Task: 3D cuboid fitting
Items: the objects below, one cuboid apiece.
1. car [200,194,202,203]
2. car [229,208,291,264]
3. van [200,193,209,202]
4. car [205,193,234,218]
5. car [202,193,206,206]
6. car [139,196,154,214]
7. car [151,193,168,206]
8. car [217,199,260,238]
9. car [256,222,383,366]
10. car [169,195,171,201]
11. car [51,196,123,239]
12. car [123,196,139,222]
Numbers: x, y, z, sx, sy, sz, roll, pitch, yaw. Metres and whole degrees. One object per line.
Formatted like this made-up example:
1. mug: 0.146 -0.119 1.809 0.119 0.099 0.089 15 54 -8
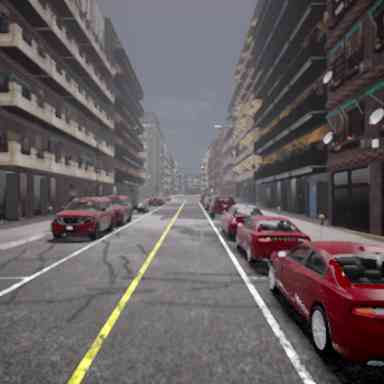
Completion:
1. car: 2.493 1.366 50.086 1.802 1.307 4.206 1 0 0
2. car: 2.571 1.485 11.367 1.887 1.381 4.507 1 0 0
3. van: 2.479 1.087 66.680 1.690 1.788 3.998 1 0 0
4. car: 2.524 1.178 27.959 2.192 1.841 5.009 1 0 0
5. car: 2.508 1.260 39.023 1.967 1.590 4.097 1 0 0
6. car: -5.335 1.406 33.543 1.947 1.339 4.313 1 0 0
7. car: -5.348 1.099 50.132 2.192 1.841 5.009 1 0 0
8. car: 2.575 1.354 16.898 1.967 1.590 4.097 1 0 0
9. car: 2.578 1.513 5.837 1.887 1.381 4.507 1 0 0
10. car: -5.379 1.319 72.258 1.802 1.307 4.206 1 0 0
11. car: -5.310 1.228 16.949 2.192 1.841 5.009 1 0 0
12. car: -5.316 1.202 22.479 2.192 1.841 5.009 1 0 0
